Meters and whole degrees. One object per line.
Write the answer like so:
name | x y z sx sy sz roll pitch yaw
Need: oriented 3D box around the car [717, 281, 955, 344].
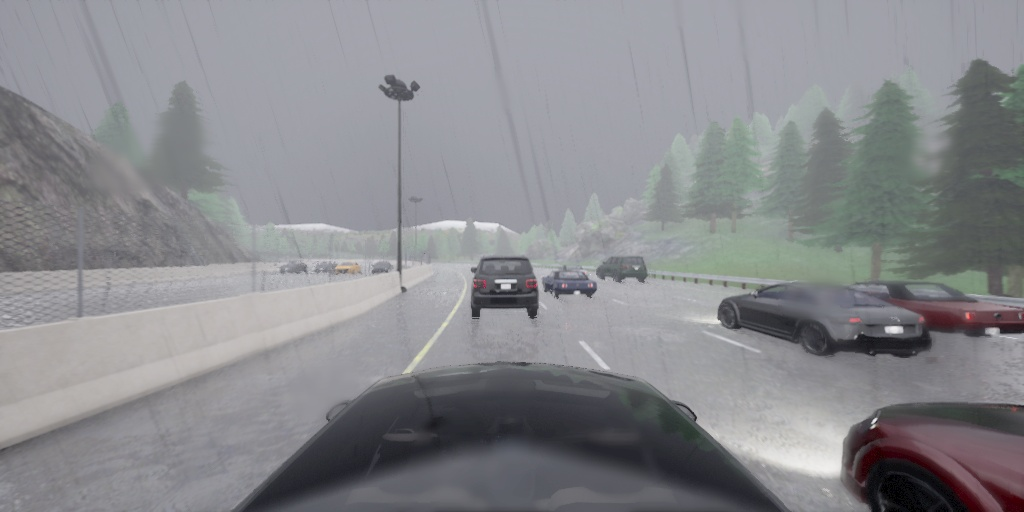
car | 6.868 1.315 8.519 1.994 1.385 4.181 0 0 -2

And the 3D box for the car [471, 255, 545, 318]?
car | -0.342 0.998 13.232 2.150 2.045 5.566 0 0 -3

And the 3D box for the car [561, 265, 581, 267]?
car | 4.901 1.405 30.685 1.895 1.301 4.718 0 0 -8

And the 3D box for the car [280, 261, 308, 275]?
car | -25.937 1.386 42.775 2.128 1.511 4.902 0 0 -13

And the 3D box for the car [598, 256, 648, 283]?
car | 8.703 1.013 28.684 2.150 2.045 5.566 0 0 -7

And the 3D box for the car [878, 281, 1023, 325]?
car | 10.340 1.348 9.996 1.895 1.301 4.718 0 0 -2

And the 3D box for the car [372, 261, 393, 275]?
car | -15.022 1.376 41.856 1.837 1.490 4.892 0 -1 -12

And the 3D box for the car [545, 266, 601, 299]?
car | 2.773 1.382 18.485 1.895 1.301 4.718 0 0 -5

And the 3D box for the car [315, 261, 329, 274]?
car | -22.617 1.382 43.984 2.128 1.511 4.902 0 0 -13

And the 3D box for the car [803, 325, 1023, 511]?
car | 3.520 1.305 0.991 1.994 1.385 4.181 0 0 0

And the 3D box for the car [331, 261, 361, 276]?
car | -18.239 1.349 40.110 1.882 1.535 5.008 0 -1 -11
